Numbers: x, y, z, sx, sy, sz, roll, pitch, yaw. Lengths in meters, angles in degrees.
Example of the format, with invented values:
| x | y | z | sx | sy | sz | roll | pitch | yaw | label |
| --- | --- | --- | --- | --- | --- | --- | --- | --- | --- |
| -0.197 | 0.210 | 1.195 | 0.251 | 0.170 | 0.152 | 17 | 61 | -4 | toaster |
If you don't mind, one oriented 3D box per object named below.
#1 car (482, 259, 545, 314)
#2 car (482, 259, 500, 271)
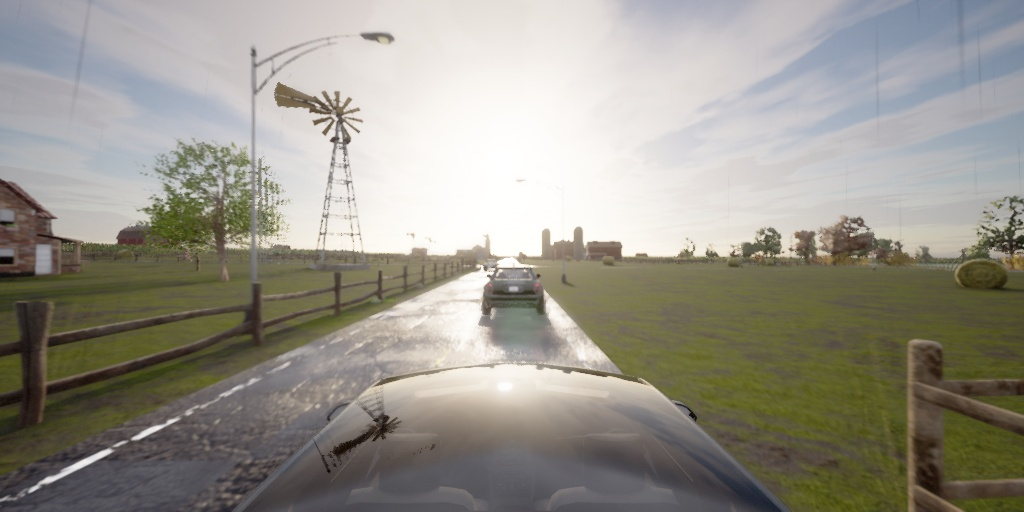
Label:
| x | y | z | sx | sy | sz | roll | pitch | yaw | label |
| --- | --- | --- | --- | --- | --- | --- | --- | --- | --- |
| 0.069 | 1.092 | 13.798 | 2.097 | 1.767 | 4.553 | 0 | 0 | 0 | car |
| -2.824 | 1.205 | 48.437 | 2.128 | 1.511 | 4.902 | 0 | 0 | 0 | car |
